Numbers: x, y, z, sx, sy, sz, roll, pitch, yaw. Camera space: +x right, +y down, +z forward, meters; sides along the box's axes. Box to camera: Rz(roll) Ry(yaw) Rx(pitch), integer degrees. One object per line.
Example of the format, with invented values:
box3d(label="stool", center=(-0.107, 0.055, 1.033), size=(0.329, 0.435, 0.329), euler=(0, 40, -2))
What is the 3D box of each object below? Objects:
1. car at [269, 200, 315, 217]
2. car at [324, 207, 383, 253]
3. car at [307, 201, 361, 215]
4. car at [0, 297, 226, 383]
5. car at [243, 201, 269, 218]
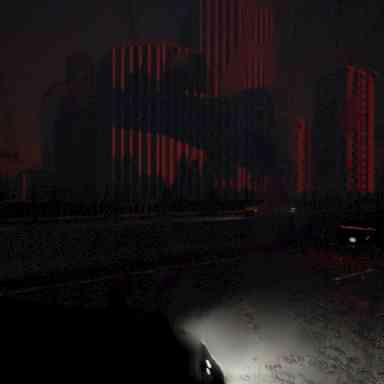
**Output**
box3d(label="car", center=(8.948, 1.449, 27.316), size=(4.553, 1.767, 2.097), euler=(0, 0, -34))
box3d(label="car", center=(7.901, 1.551, 13.622), size=(4.902, 1.511, 2.128), euler=(0, 0, -35))
box3d(label="car", center=(11.001, 1.602, 24.482), size=(4.892, 1.490, 1.837), euler=(0, 0, -34))
box3d(label="car", center=(-1.726, 1.563, 2.515), size=(4.181, 1.385, 1.994), euler=(0, 0, -36))
box3d(label="car", center=(6.832, 1.574, 30.112), size=(5.008, 1.535, 1.882), euler=(0, 0, -34))
